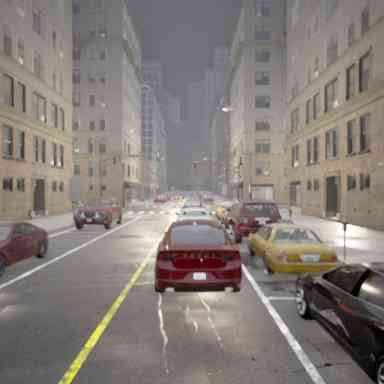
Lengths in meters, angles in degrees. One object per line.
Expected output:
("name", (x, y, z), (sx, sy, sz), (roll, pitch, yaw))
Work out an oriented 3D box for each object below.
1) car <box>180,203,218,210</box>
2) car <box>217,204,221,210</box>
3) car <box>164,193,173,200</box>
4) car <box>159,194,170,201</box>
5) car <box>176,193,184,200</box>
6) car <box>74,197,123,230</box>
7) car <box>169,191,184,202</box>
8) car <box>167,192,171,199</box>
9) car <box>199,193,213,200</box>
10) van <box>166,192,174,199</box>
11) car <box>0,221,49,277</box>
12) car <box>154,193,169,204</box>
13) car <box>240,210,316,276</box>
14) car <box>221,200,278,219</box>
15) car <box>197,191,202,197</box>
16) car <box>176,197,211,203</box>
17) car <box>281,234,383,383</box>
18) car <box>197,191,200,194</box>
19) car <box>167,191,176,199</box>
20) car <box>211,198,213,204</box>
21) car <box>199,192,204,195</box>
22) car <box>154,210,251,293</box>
("car", (0.115, 1.488, 16.963), (1.812, 1.442, 4.674), (0, 0, 0))
("car", (2.787, 1.531, 21.054), (1.802, 1.307, 4.206), (0, 0, 0))
("car", (-5.676, 1.004, 80.421), (1.967, 1.590, 4.097), (1, 0, 0))
("car", (-5.688, 1.202, 69.575), (1.887, 1.381, 4.507), (1, 0, 0))
("car", (-2.922, 1.067, 80.059), (1.837, 1.490, 4.892), (0, 1, 0))
("car", (-5.738, 1.264, 21.070), (2.192, 1.841, 5.009), (0, 0, 0))
("car", (-2.970, 1.046, 64.938), (2.097, 1.767, 4.553), (0, 0, 1))
("car", (-5.693, 1.141, 64.152), (1.967, 1.590, 4.097), (1, 0, 0))
("car", (2.826, 1.291, 58.712), (2.008, 1.369, 4.403), (0, 0, 0))
("van", (-5.669, 0.856, 85.843), (1.690, 1.788, 3.998), (1, 1, 0))
("car", (-5.751, 1.564, 9.965), (1.802, 1.307, 4.206), (0, 0, 0))
("car", (-5.700, 1.285, 58.728), (1.887, 1.381, 4.507), (0, 0, 0))
("car", (2.776, 1.506, 10.119), (1.752, 1.417, 4.829), (0, 0, 0))
("car", (2.782, 1.282, 15.503), (2.192, 1.841, 5.009), (0, 0, 0))
("car", (2.848, 1.146, 80.408), (1.802, 1.307, 4.206), (1, 1, 0))
("car", (0.098, 1.420, 26.105), (2.128, 1.511, 4.902), (0, 0, 0))
("car", (2.769, 1.560, 4.398), (1.947, 1.339, 4.313), (0, 0, 0))
("car", (2.861, 0.905, 91.252), (1.967, 1.590, 4.097), (1, 1, 0))
("car", (-5.663, 0.780, 91.265), (2.192, 1.841, 5.009), (1, 1, 0))
("car", (2.792, 1.451, 26.778), (1.752, 1.417, 4.829), (0, 0, 0))
("car", (2.838, 1.181, 69.728), (1.752, 1.417, 4.829), (1, 0, 0))
("car", (0.092, 1.462, 8.869), (1.882, 1.535, 5.008), (0, 0, -1))
